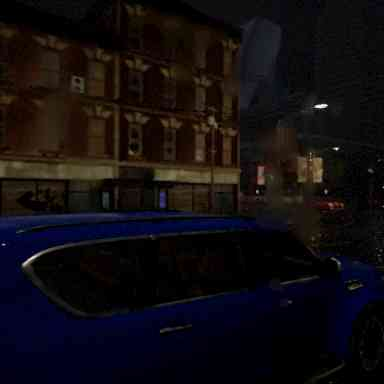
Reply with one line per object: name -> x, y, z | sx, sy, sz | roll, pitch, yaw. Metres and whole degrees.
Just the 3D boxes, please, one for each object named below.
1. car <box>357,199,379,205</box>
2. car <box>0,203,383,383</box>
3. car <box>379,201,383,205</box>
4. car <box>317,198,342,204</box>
car -> 30.617, 1.945, 57.324 | 2.002, 1.452, 4.674 | 0, 0, -16
car -> 0.133, 1.237, 3.840 | 5.566, 2.045, 2.150 | 1, 0, -35
car -> 31.928, 2.004, 51.745 | 1.895, 1.301, 4.718 | 0, 0, -6
car -> 18.641, 1.652, 44.987 | 2.097, 1.767, 4.553 | 0, 0, -4
